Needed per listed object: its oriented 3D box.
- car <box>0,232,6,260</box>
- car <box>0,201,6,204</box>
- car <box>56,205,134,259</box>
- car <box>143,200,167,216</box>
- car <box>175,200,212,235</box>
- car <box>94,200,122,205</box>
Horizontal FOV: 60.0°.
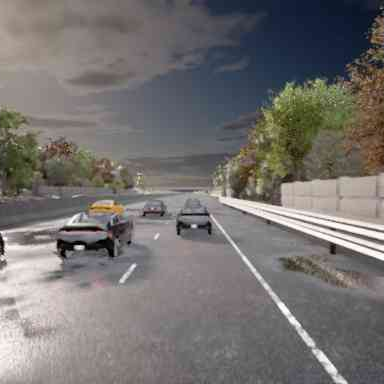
[{"bbox_3d":[-6.898,1.465,8.754,2.128,1.511,4.902,0,0,0],"label":"car"},{"bbox_3d":[-17.495,1.443,28.330,1.837,1.490,4.892,0,0,0],"label":"car"},{"bbox_3d":[-3.401,1.455,12.471,2.128,1.511,4.902,0,0,0],"label":"car"},{"bbox_3d":[-3.389,1.468,30.905,2.033,1.411,5.357,0,0,0],"label":"car"},{"bbox_3d":[0.105,1.441,18.603,2.128,1.511,4.902,0,0,0],"label":"car"},{"bbox_3d":[-6.894,1.406,27.184,1.882,1.535,5.008,0,0,0],"label":"car"}]
